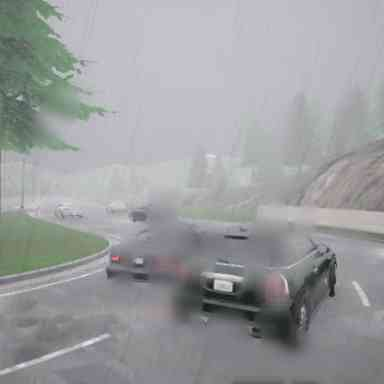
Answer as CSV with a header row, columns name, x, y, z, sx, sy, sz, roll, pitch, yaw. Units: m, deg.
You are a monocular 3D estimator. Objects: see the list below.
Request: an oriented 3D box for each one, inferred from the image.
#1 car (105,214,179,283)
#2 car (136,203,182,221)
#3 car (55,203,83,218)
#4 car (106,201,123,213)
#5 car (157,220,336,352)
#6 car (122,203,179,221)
name,x,y,z,sx,sy,sz,roll,pitch,yaw
car,-0.550,1.641,9.937,2.033,1.411,5.357,0,-1,15
car,-3.289,1.839,31.920,2.033,1.411,5.357,1,-1,-36
car,-12.076,1.772,32.557,1.812,1.442,4.674,1,-1,-32
car,-9.705,1.886,42.806,1.812,1.442,4.674,1,0,-26
car,1.548,1.427,6.733,2.097,1.767,4.553,0,-1,31
car,-3.167,1.724,25.745,2.128,1.511,4.902,1,-1,-36
